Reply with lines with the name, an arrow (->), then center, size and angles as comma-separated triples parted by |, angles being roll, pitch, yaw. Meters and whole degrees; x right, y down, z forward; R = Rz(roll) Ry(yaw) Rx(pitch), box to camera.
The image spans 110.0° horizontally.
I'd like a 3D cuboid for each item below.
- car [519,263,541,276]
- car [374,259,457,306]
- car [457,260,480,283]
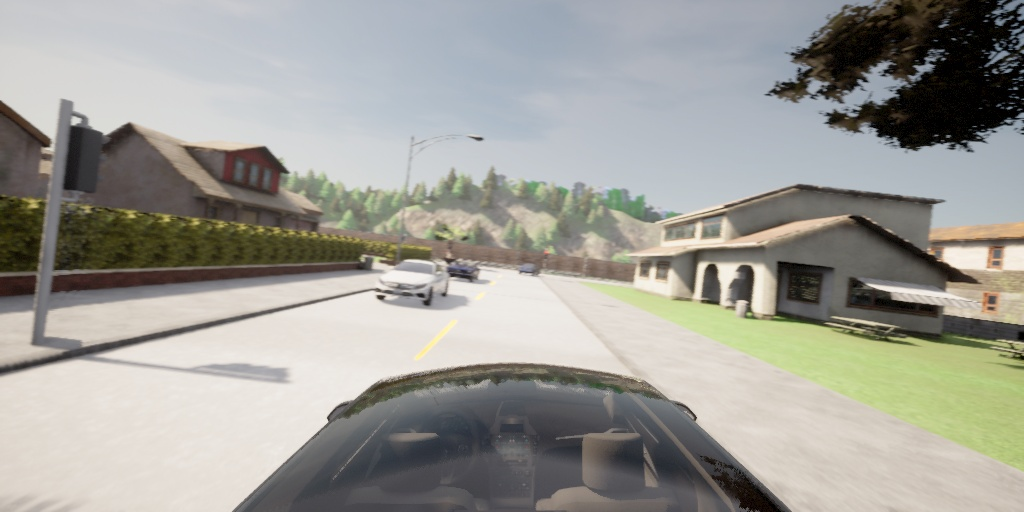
car -> 2.234, 1.669, 44.504 | 2.033, 1.411, 5.357 | 7, 0, 15
car -> -3.576, 0.875, 13.721 | 1.812, 1.442, 4.674 | 7, 0, 1
car -> -3.364, 1.004, 24.943 | 1.895, 1.301, 4.718 | 7, 0, 1
